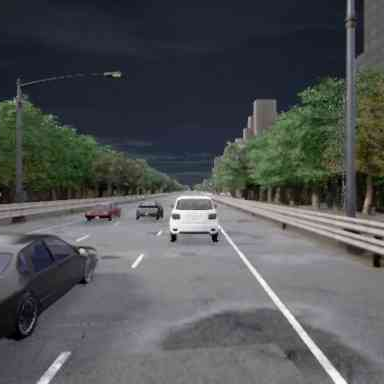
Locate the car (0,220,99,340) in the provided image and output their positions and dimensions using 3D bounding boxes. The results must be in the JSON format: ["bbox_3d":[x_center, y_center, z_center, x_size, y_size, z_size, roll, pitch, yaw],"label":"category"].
[{"bbox_3d":[-3.404,1.541,6.450,2.033,1.411,5.357,0,0,0],"label":"car"}]

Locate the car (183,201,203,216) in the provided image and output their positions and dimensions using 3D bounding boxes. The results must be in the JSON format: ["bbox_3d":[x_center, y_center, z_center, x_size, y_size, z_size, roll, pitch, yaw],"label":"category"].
[{"bbox_3d":[0.091,1.570,33.357,1.895,1.301,4.718,0,0,0],"label":"car"}]

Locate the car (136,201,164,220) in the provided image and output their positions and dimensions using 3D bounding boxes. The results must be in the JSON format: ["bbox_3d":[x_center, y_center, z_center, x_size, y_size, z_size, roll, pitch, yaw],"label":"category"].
[{"bbox_3d":[-3.407,1.466,27.517,2.128,1.511,4.902,0,0,0],"label":"car"}]

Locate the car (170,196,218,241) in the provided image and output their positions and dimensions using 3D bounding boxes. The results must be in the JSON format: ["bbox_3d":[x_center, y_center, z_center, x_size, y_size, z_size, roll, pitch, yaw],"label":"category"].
[{"bbox_3d":[0.096,1.206,16.643,2.150,2.045,5.566,0,0,0],"label":"car"}]

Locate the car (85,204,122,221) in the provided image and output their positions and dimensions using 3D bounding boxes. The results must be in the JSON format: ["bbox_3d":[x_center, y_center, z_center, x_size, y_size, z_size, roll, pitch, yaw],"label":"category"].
[{"bbox_3d":[-6.906,1.576,26.454,1.895,1.301,4.718,0,0,0],"label":"car"}]
